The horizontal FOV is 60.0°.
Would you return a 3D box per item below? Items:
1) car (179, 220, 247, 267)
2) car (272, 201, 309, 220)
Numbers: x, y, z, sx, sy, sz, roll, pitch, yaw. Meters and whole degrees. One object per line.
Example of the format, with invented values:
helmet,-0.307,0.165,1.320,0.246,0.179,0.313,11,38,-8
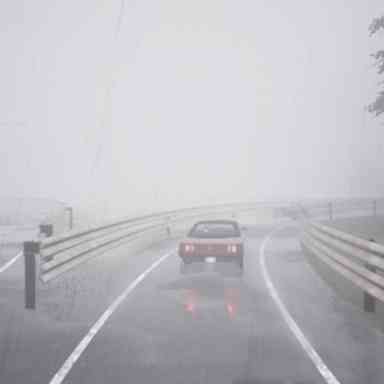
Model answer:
car,0.919,1.610,11.536,1.895,1.301,4.718,-1,0,10
car,8.217,1.511,27.625,1.812,1.442,4.674,-1,-1,36
